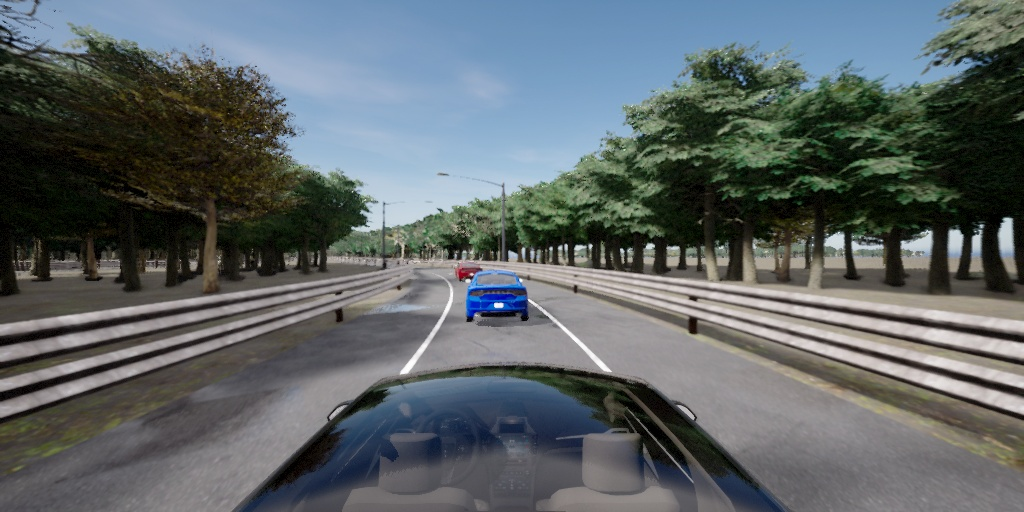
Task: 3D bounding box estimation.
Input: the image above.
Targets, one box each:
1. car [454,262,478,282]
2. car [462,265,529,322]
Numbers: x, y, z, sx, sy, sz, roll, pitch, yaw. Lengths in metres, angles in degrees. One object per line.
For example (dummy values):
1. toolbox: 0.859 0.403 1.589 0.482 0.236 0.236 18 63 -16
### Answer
1. car: -3.686 1.250 29.848 1.882 1.535 5.008 0 0 -14
2. car: -0.601 1.232 12.491 1.882 1.535 5.008 0 0 -5
